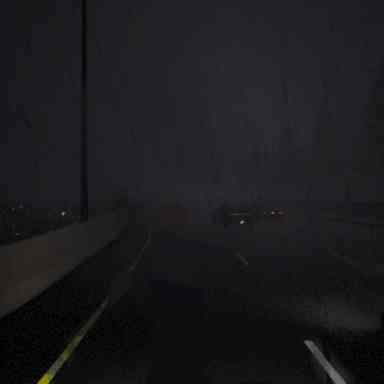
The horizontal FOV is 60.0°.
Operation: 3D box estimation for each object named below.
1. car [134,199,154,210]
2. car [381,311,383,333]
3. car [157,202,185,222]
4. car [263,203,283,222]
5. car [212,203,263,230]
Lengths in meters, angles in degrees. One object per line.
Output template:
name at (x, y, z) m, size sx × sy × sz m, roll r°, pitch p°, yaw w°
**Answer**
car at (-6.303, 1.610, 43.435) m, size 1.994 × 1.385 × 4.181 m, roll 0°, pitch 0°, yaw -20°
car at (3.597, 1.528, 2.771) m, size 1.812 × 1.442 × 4.674 m, roll 0°, pitch 0°, yaw 0°
car at (-1.741, 1.506, 26.627) m, size 1.882 × 1.535 × 5.008 m, roll 0°, pitch 0°, yaw -10°
car at (5.407, 1.575, 26.593) m, size 2.033 × 1.411 × 5.357 m, roll 0°, pitch 0°, yaw -10°
car at (2.574, 1.514, 21.543) m, size 2.128 × 1.511 × 4.902 m, roll 0°, pitch 0°, yaw -7°
